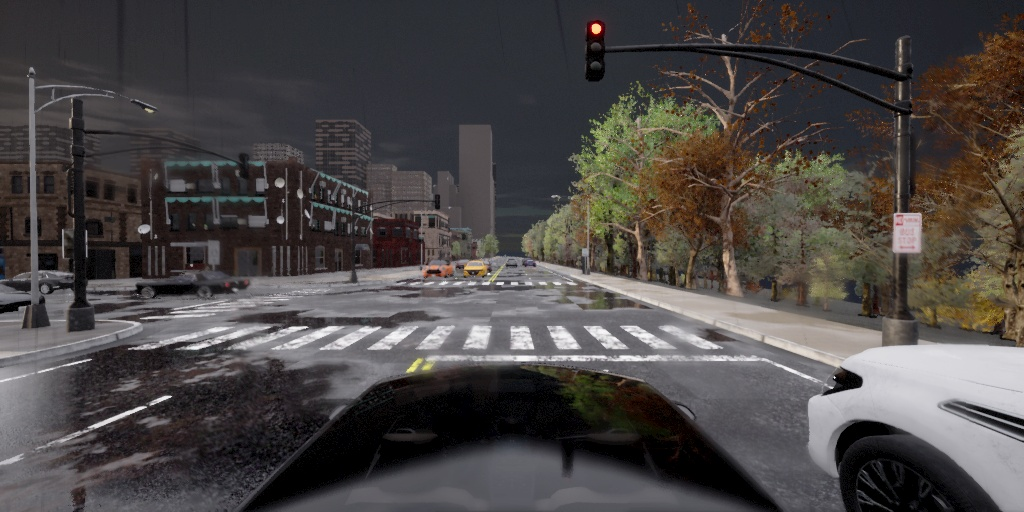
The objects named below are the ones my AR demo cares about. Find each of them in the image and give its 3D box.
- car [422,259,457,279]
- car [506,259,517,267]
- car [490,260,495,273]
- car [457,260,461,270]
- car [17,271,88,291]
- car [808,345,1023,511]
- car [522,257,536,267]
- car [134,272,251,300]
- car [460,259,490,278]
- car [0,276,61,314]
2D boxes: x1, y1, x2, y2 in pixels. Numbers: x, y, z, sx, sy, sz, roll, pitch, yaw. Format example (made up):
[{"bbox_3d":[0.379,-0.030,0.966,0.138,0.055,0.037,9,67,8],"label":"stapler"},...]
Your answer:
[{"bbox_3d":[-6.665,1.094,32.655,2.097,1.767,4.553,0,0,0],"label":"car"},{"bbox_3d":[-0.039,1.290,64.077,1.994,1.385,4.181,0,0,0],"label":"car"},{"bbox_3d":[-3.440,1.261,43.984,1.812,1.442,4.674,0,0,0],"label":"car"},{"bbox_3d":[-6.696,1.210,49.919,1.882,1.535,5.008,0,0,0],"label":"car"},{"bbox_3d":[-28.321,1.560,21.594,4.403,1.370,2.007,0,0,0],"label":"car"},{"bbox_3d":[3.356,0.972,0.343,2.150,2.045,5.566,0,0,0],"label":"car"},{"bbox_3d":[3.219,1.252,64.046,1.812,1.442,4.674,0,0,0],"label":"car"},{"bbox_3d":[-16.495,1.506,18.617,4.718,1.301,1.895,-1,1,1],"label":"car"},{"bbox_3d":[-3.418,1.217,34.092,1.882,1.535,5.008,0,0,0],"label":"car"},{"bbox_3d":[-19.970,1.565,13.099,4.313,1.339,1.948,0,0,0],"label":"car"}]
